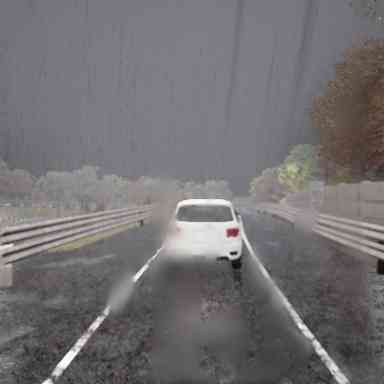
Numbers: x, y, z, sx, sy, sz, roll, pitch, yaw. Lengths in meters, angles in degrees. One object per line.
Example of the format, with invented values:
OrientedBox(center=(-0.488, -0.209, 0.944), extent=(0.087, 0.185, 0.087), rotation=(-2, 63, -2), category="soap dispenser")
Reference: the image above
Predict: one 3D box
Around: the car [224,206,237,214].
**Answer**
OrientedBox(center=(7.511, 3.425, 64.362), extent=(2.033, 1.411, 5.357), rotation=(0, -4, 10), category="car")

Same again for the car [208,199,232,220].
OrientedBox(center=(2.667, 1.531, 30.808), extent=(2.097, 1.767, 4.553), rotation=(0, -1, 7), category="car")

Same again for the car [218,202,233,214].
OrientedBox(center=(4.491, 2.092, 44.195), extent=(1.882, 1.535, 5.008), rotation=(0, -3, 8), category="car")

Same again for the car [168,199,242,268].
OrientedBox(center=(0.497, 1.261, 11.611), extent=(2.150, 2.045, 5.566), rotation=(0, 0, 4), category="car")
